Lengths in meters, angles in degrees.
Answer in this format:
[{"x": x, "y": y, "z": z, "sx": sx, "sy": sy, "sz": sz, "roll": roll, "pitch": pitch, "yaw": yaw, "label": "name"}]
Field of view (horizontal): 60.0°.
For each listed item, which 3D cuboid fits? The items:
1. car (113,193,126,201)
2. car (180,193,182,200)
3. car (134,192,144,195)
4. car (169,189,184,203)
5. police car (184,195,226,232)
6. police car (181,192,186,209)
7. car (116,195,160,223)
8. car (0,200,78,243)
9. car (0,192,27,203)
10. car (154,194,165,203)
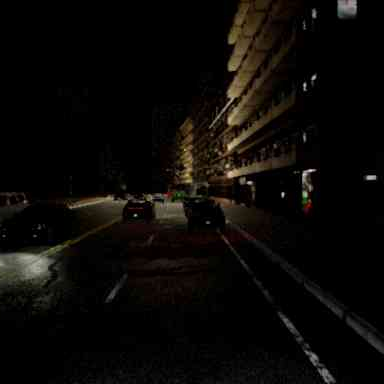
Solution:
[{"x": -12.481, "y": 0.844, "z": 58.099, "sx": 1.812, "sy": 1.442, "sz": 4.674, "roll": 0, "pitch": 1, "yaw": -5, "label": "car"}, {"x": 0.026, "y": 1.090, "z": 34.401, "sx": 1.837, "sy": 1.490, "sz": 4.892, "roll": 0, "pitch": 1, "yaw": -3, "label": "car"}, {"x": -9.138, "y": 0.830, "z": 57.267, "sx": 1.837, "sy": 1.490, "sz": 4.892, "roll": 0, "pitch": 1, "yaw": -4, "label": "car"}, {"x": -2.172, "y": 0.593, "z": 53.004, "sx": 2.150, "sy": 2.045, "sz": 5.566, "roll": 0, "pitch": 1, "yaw": -5, "label": "car"}, {"x": 0.689, "y": 1.201, "z": 18.384, "sx": 1.930, "sy": 1.638, "sz": 5.238, "roll": 0, "pitch": 1, "yaw": -2, "label": "police car"}, {"x": 0.316, "y": 1.081, "z": 28.464, "sx": 1.930, "sy": 1.638, "sz": 5.238, "roll": 0, "pitch": 1, "yaw": -3, "label": "police car"}, {"x": -3.607, "y": 1.214, "z": 23.110, "sx": 2.128, "sy": 1.511, "sz": 4.902, "roll": 0, "pitch": 1, "yaw": -2, "label": "car"}, {"x": -6.827, "y": 1.296, "z": 15.355, "sx": 1.882, "sy": 1.535, "sz": 5.008, "roll": 0, "pitch": 1, "yaw": -2, "label": "car"}, {"x": -10.109, "y": 1.027, "z": 16.590, "sx": 2.150, "sy": 2.045, "sz": 5.566, "roll": 0, "pitch": 1, "yaw": -2, "label": "car"}, {"x": -5.207, "y": 0.939, "z": 51.259, "sx": 2.033, "sy": 1.411, "sz": 5.357, "roll": 0, "pitch": 1, "yaw": -5, "label": "car"}]
